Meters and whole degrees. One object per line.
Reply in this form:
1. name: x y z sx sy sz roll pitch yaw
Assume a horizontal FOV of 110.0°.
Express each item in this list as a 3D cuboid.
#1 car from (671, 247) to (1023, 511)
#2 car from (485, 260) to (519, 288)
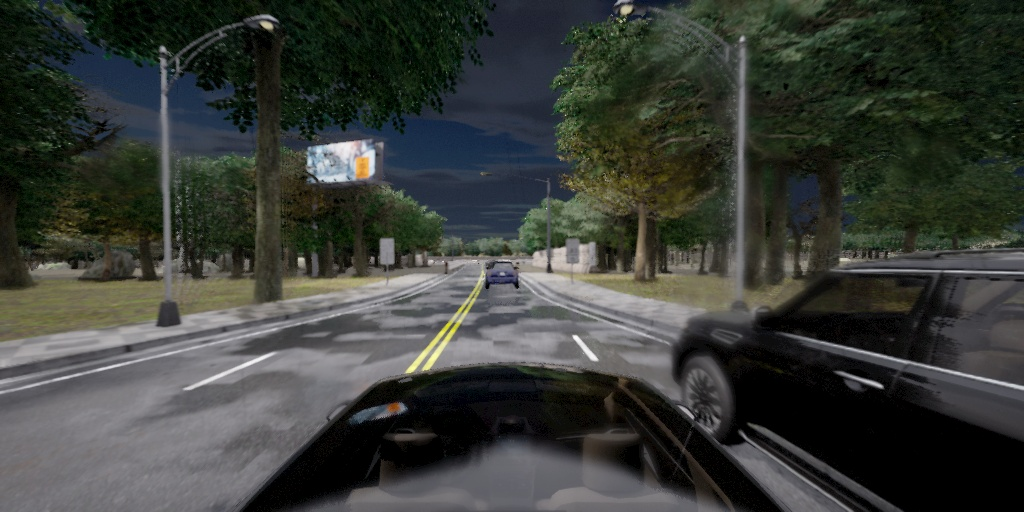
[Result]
1. car: 3.188 0.967 2.179 2.150 2.045 5.566 0 0 -3
2. car: -0.717 1.132 24.305 2.097 1.767 4.553 0 0 -3
